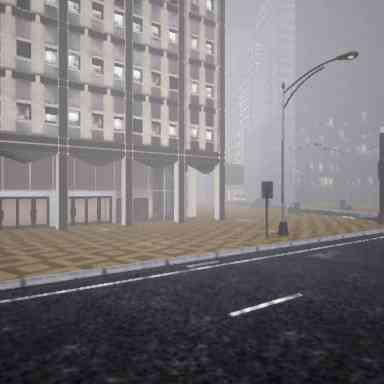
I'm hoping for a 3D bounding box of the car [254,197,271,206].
[{"bbox_3d":[13.464,1.732,63.492,2.097,1.767,4.553,0,0,-8],"label":"car"}]

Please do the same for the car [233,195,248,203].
[{"bbox_3d":[11.399,1.611,78.418,2.150,2.045,5.566,0,0,-8],"label":"car"}]
